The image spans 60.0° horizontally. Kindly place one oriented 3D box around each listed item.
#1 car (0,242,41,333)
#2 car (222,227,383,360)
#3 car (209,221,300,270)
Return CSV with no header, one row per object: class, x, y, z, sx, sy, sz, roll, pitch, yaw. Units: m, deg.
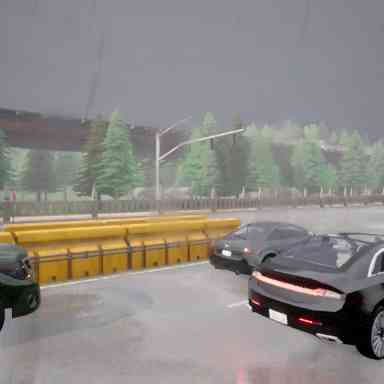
car,-5.093,1.221,4.420,5.566,2.045,2.150,0,0,-35
car,3.143,1.492,5.972,4.902,1.511,2.128,0,0,-36
car,2.535,1.564,9.833,4.181,1.385,1.994,0,0,-36
